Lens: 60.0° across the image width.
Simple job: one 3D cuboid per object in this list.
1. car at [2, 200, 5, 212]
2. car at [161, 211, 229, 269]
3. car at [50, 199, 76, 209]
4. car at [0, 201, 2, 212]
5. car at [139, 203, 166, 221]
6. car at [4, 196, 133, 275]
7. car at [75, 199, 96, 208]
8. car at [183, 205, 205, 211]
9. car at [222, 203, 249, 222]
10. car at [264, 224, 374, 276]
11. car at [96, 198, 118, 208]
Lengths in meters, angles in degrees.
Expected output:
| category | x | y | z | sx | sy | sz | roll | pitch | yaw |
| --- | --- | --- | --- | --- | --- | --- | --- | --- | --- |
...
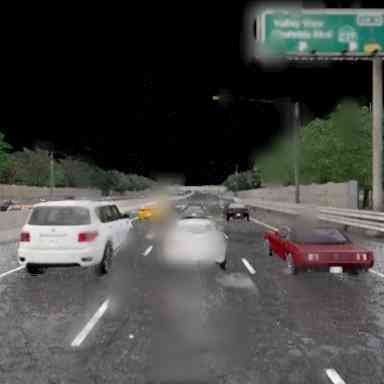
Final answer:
| category | x | y | z | sx | sy | sz | roll | pitch | yaw |
| --- | --- | --- | --- | --- | --- | --- | --- | --- | --- |
| car | -17.463 | 1.556 | 35.193 | 2.097 | 1.767 | 4.553 | 0 | 0 | 1 |
| car | 0.110 | 1.596 | 11.315 | 1.812 | 1.442 | 4.674 | 0 | 0 | 0 |
| car | -20.742 | 1.859 | 53.659 | 2.033 | 1.411 | 5.357 | 0 | 0 | 1 |
| car | -20.952 | 1.716 | 36.401 | 1.837 | 1.490 | 4.892 | 0 | 0 | 1 |
| car | -3.320 | 1.646 | 28.586 | 1.882 | 1.535 | 5.008 | 0 | 0 | 0 |
| car | -3.391 | 1.288 | 10.826 | 2.150 | 2.045 | 5.566 | 0 | 0 | 0 |
| car | -17.240 | 1.879 | 54.098 | 1.994 | 1.385 | 4.181 | 0 | 0 | 1 |
| car | 0.174 | 1.727 | 27.623 | 1.994 | 1.385 | 4.181 | 0 | 0 | 0 |
| car | 3.681 | 1.647 | 28.557 | 1.882 | 1.535 | 5.008 | 0 | 0 | 0 |
| car | 3.607 | 1.667 | 10.515 | 1.895 | 1.301 | 4.718 | 0 | 0 | 0 |
| car | -13.744 | 1.808 | 54.155 | 2.128 | 1.511 | 4.902 | 0 | 0 | 1 |
